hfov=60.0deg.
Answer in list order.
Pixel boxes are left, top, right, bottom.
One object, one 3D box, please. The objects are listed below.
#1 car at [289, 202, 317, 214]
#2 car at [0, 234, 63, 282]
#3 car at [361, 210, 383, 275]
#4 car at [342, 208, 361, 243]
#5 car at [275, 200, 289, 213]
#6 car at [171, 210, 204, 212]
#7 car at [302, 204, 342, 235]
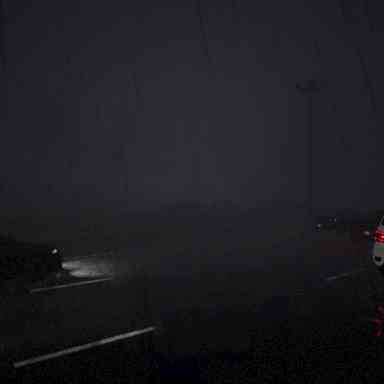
[{"bbox_3d":[13.482,1.817,38.634,1.994,1.385,4.181,0,-1,45],"label":"car"},{"bbox_3d":[-5.550,1.601,8.480,4.181,1.385,1.994,0,0,-36],"label":"car"},{"bbox_3d":[7.180,1.290,9.356,5.566,2.045,2.150,0,0,-39],"label":"car"},{"bbox_3d":[9.269,1.586,15.615,5.008,1.535,1.882,0,0,-40],"label":"car"},{"bbox_3d":[10.710,1.765,40.818,1.837,1.490,4.892,0,-1,45],"label":"car"},{"bbox_3d":[-0.941,1.689,34.777,4.902,1.511,2.128,1,-1,-42],"label":"car"},{"bbox_3d":[8.755,1.656,19.768,4.674,1.442,1.812,0,0,-41],"label":"car"}]
